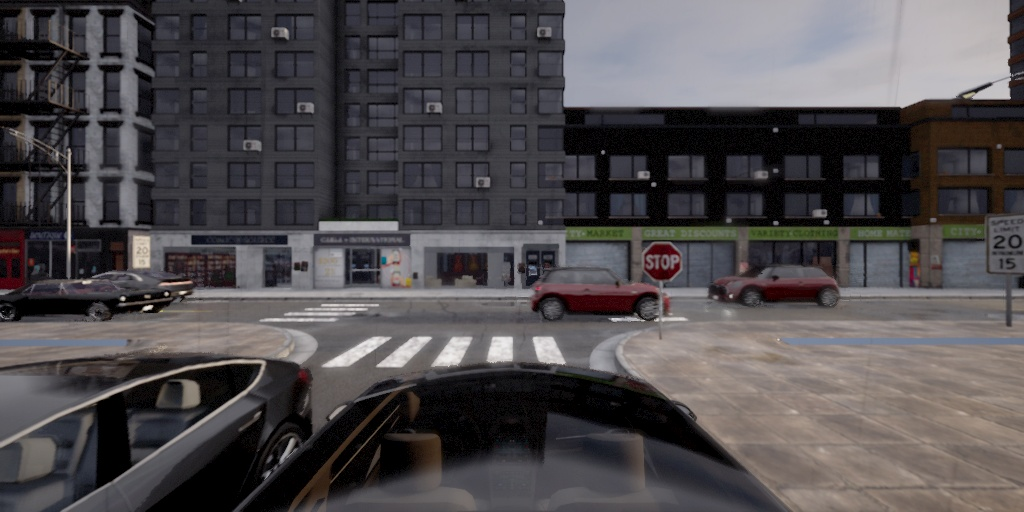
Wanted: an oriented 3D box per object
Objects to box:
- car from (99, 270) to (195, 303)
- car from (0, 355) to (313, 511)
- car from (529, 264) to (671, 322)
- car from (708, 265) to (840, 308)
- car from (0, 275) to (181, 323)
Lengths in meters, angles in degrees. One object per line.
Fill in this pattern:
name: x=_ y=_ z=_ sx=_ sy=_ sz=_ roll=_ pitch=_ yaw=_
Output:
car: x=-16.307 y=1.361 z=15.126 sx=4.902 sy=1.511 sz=2.128 roll=0 pitch=0 yaw=0
car: x=-2.640 y=1.315 z=1.542 sx=1.948 sy=1.339 sz=4.313 roll=0 pitch=0 yaw=0
car: x=2.864 y=1.161 z=12.137 sx=4.553 sy=1.767 sz=2.097 roll=0 pitch=0 yaw=0
car: x=10.817 y=1.156 z=15.071 sx=4.553 sy=1.767 sz=2.097 roll=0 pitch=0 yaw=0
car: x=-14.565 y=1.454 z=12.170 sx=4.718 sy=1.301 sz=1.895 roll=0 pitch=0 yaw=0
